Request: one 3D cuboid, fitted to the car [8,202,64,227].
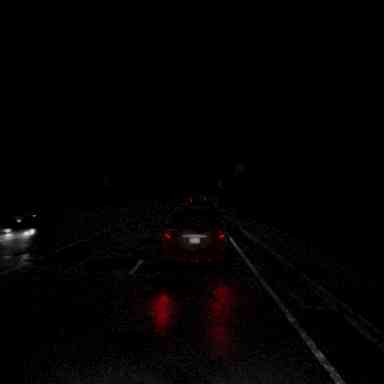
[{"bbox_3d":[-10.374,1.474,22.459,2.128,1.511,4.902,0,0,1],"label":"car"}]

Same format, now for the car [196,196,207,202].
[{"bbox_3d":[1.963,1.693,76.711,1.882,1.535,5.008,0,0,4],"label":"car"}]

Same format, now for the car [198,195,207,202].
[{"bbox_3d":[2.827,1.684,86.903,1.882,1.535,5.008,0,0,6],"label":"car"}]

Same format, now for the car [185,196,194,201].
[{"bbox_3d":[-0.695,1.687,86.831,1.812,1.442,4.674,0,0,6],"label":"car"}]

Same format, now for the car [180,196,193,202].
[{"bbox_3d":[-1.560,1.713,76.511,2.128,1.511,4.902,0,0,4],"label":"car"}]

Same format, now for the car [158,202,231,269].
[{"bbox_3d":[0.097,1.383,11.426,2.097,1.767,4.553,0,0,1],"label":"car"}]
